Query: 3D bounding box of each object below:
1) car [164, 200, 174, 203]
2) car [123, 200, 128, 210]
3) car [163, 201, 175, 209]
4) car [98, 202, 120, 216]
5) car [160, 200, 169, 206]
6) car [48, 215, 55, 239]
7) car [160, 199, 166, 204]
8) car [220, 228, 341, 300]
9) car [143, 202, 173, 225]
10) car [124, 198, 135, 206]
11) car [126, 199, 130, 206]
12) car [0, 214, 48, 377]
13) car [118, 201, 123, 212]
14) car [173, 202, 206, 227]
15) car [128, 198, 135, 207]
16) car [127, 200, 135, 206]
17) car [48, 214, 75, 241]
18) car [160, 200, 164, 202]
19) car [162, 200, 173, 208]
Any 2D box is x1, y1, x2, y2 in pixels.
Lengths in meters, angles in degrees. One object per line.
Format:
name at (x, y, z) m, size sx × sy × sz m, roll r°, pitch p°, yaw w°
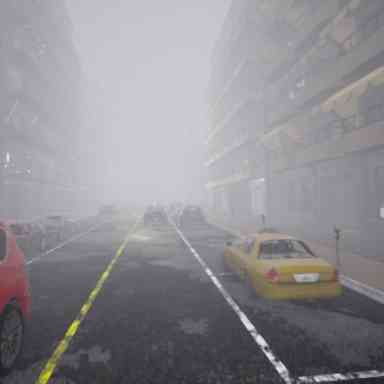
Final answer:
car at (-2.112, 1.950, 42.085) m, size 1.967 × 1.590 × 4.097 m, roll 0°, pitch -1°, yaw -7°
car at (-11.767, 2.368, 52.429) m, size 2.008 × 1.369 × 4.403 m, roll 0°, pitch -1°, yaw -7°
car at (-4.102, 2.282, 58.978) m, size 2.008 × 1.369 × 4.403 m, roll 0°, pitch -1°, yaw -7°
car at (-10.440, 2.235, 41.166) m, size 1.947 × 1.339 × 4.313 m, roll 0°, pitch -1°, yaw -7°
car at (-6.757, 2.564, 81.503) m, size 1.887 × 1.381 × 4.507 m, roll 0°, pitch -1°, yaw -7°
car at (-7.121, 1.839, 13.006) m, size 1.887 × 1.381 × 4.507 m, roll 0°, pitch -1°, yaw -7°
car at (-8.116, 2.688, 92.933) m, size 1.752 × 1.417 × 4.829 m, roll 0°, pitch -1°, yaw -7°
car at (1.850, 1.586, 8.466) m, size 1.752 × 1.417 × 4.829 m, roll 0°, pitch -1°, yaw -7°
car at (-3.009, 1.862, 27.408) m, size 2.128 × 1.511 × 4.902 m, roll -1°, pitch -1°, yaw -7°
car at (-15.086, 2.493, 80.589) m, size 2.192 × 1.841 × 5.009 m, roll 0°, pitch -1°, yaw -7°
car at (-12.432, 2.330, 58.063) m, size 1.967 × 1.590 × 4.097 m, roll 0°, pitch -1°, yaw -7°
car at (-3.218, 1.321, 2.705) m, size 2.150 × 2.045 × 5.566 m, roll -1°, pitch -1°, yaw -7°
car at (-11.083, 2.267, 46.629) m, size 1.752 × 1.417 × 4.829 m, roll 0°, pitch -1°, yaw -7°
car at (-0.121, 1.727, 25.192) m, size 1.967 × 1.590 × 4.097 m, roll 0°, pitch -1°, yaw -7°
car at (-14.422, 2.658, 74.955) m, size 2.008 × 1.369 × 4.403 m, roll 0°, pitch -1°, yaw -7°
car at (-15.749, 2.831, 86.218) m, size 1.802 × 1.307 × 4.206 m, roll 0°, pitch -1°, yaw -7°
car at (-7.785, 1.921, 18.638) m, size 2.008 × 1.369 × 4.403 m, roll 0°, pitch -1°, yaw -7°
car at (-4.736, 2.128, 42.074) m, size 1.994 × 1.385 × 4.181 m, roll -1°, pitch -1°, yaw -7°
car at (-4.766, 2.348, 64.609) m, size 1.887 × 1.381 × 4.507 m, roll 0°, pitch -1°, yaw -7°
